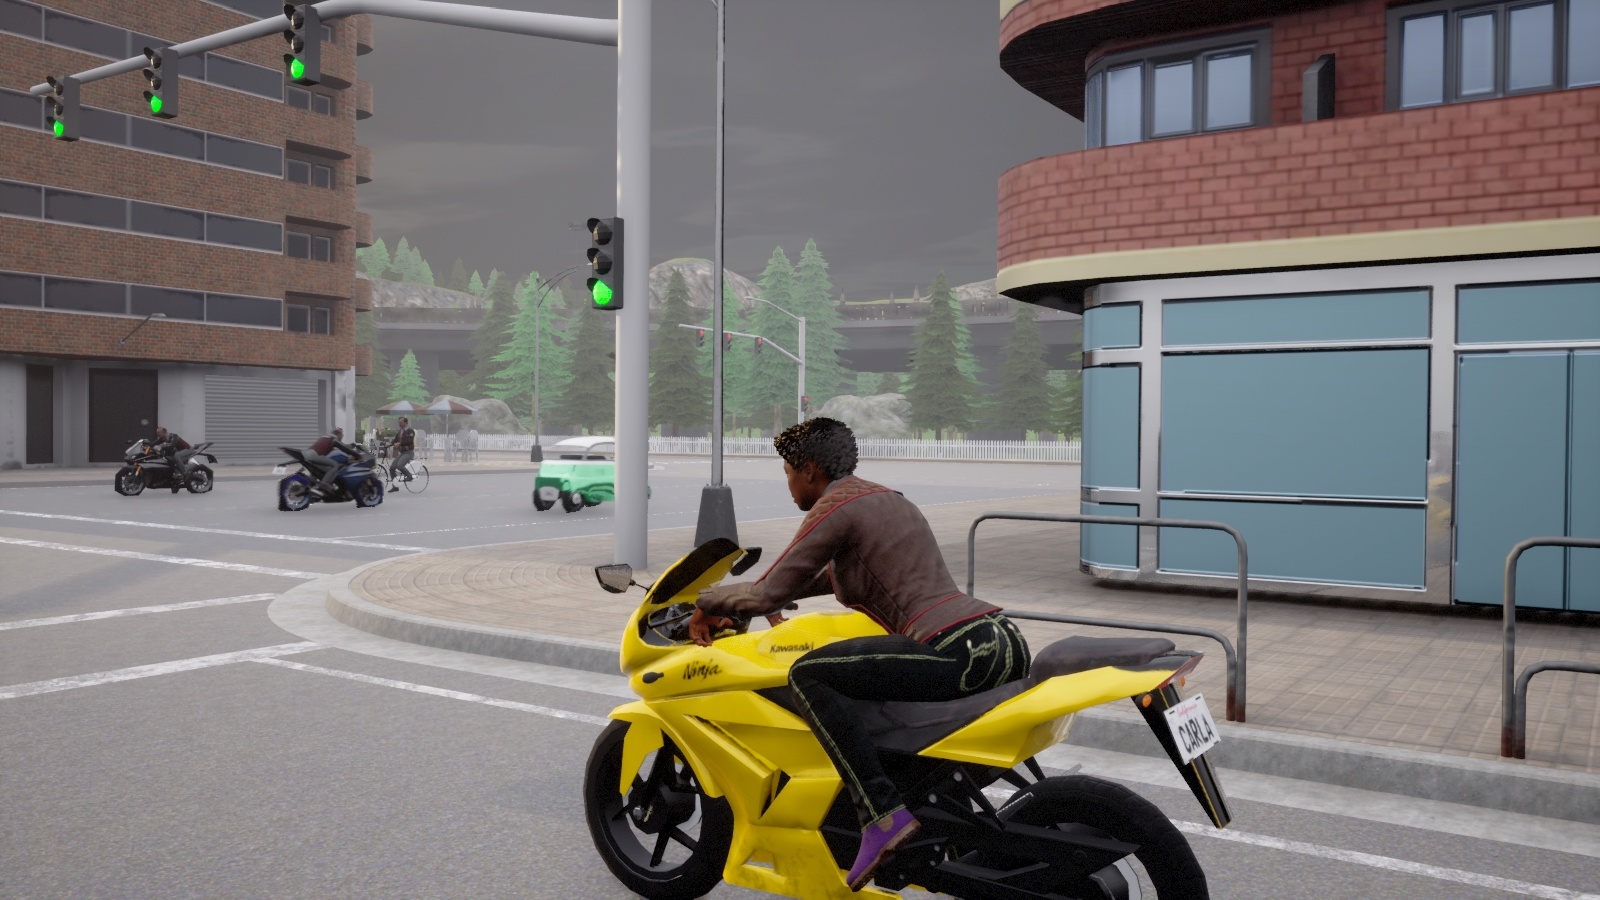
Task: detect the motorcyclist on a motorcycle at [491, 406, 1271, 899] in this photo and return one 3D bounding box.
[{"bbox_3d":[0.158,0.664,3.519,2.044,1.523,0.797,0,1,34],"label":"motorcyclist on a motorcycle"}]

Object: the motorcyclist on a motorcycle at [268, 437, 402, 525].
[{"bbox_3d":[-8.467,0.529,22.977,0.866,1.530,2.191,0,1,34],"label":"motorcyclist on a motorcycle"}]

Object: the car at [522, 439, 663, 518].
[{"bbox_3d":[-3.858,0.499,23.561,1.481,1.376,2.207,0,1,34],"label":"car"}]

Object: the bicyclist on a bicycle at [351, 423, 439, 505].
[{"bbox_3d":[-9.107,0.298,28.300,0.659,1.776,1.843,0,1,34],"label":"bicyclist on a bicycle"}]

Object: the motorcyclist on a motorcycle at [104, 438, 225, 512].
[{"bbox_3d":[-13.873,0.517,27.482,0.866,1.530,2.191,0,1,34],"label":"motorcyclist on a motorcycle"}]
